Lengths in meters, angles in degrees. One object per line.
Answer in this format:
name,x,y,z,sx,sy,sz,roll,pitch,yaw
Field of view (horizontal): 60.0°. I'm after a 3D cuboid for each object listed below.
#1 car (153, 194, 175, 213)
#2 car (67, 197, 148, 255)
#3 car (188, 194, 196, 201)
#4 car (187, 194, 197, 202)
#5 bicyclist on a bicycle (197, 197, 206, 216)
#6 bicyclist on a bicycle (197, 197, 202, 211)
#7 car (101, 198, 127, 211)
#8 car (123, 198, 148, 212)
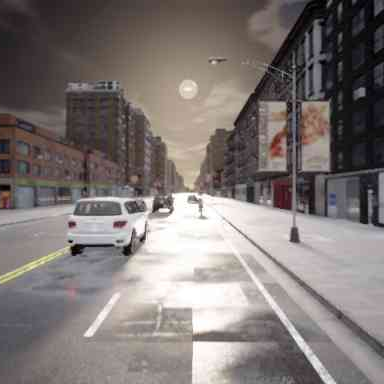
car,-3.143,1.198,37.568,2.150,2.045,5.566,0,0,0
car,-3.149,1.213,13.392,2.150,2.045,5.566,0,0,0
car,0.013,1.430,86.862,2.128,1.511,4.902,0,0,0
car,0.011,1.289,71.553,2.097,1.767,4.553,0,0,0
bicyclist on a bicycle,0.899,1.417,31.586,0.866,1.612,1.509,0,0,0
bicyclist on a bicycle,0.900,1.427,39.915,0.582,1.620,1.656,0,0,0
car,-9.810,1.521,42.195,2.033,1.411,5.357,0,0,0
car,-6.575,1.466,39.211,2.128,1.511,4.902,0,0,0
